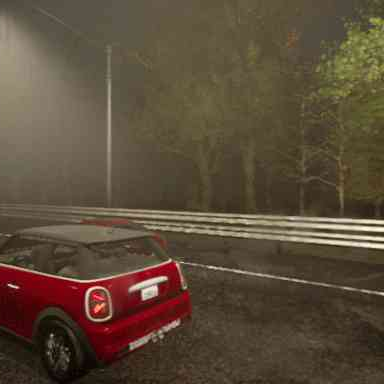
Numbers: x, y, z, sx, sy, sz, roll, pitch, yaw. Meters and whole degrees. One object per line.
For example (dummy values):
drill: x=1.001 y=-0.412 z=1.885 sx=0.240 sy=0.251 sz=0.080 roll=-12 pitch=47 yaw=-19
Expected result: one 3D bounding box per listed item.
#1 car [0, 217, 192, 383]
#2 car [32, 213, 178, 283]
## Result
car: x=-2.285 y=1.349 z=5.638 sx=4.553 sy=1.767 sz=2.097 roll=0 pitch=0 yaw=36
car: x=-2.829 y=1.520 z=10.332 sx=4.674 sy=1.442 sz=1.812 roll=0 pitch=0 yaw=36
